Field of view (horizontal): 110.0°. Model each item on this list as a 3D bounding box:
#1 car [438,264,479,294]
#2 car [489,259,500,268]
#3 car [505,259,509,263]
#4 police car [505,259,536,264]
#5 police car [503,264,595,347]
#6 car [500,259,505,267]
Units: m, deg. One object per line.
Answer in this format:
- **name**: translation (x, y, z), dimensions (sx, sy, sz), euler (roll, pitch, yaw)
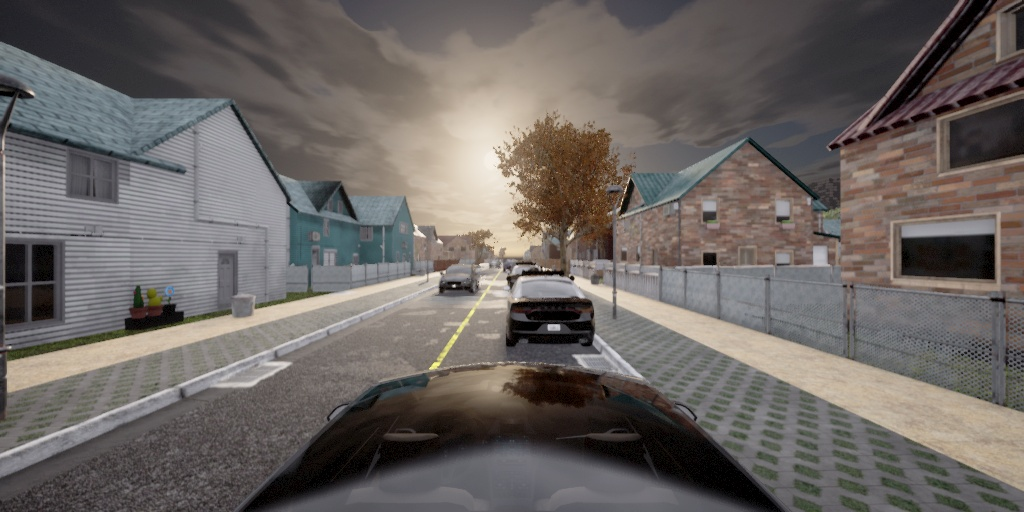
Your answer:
- **car**: translation (-2.919, 1.253, 20.442), dimensions (1.837, 1.490, 4.892), euler (0, 0, 0)
- **car**: translation (-3.036, 1.397, 62.958), dimensions (2.128, 1.511, 4.902), euler (0, 0, 0)
- **car**: translation (0.737, 1.099, 25.349), dimensions (2.097, 1.767, 4.553), euler (0, 0, 0)
- **police car**: translation (0.760, 1.174, 19.489), dimensions (1.930, 1.638, 5.238), euler (0, 0, 0)
- **police car**: translation (0.798, 1.174, 9.489), dimensions (1.930, 1.638, 5.238), euler (0, 0, 0)
- **car**: translation (-0.133, 1.186, 49.086), dimensions (2.097, 1.767, 4.553), euler (0, 0, 0)
